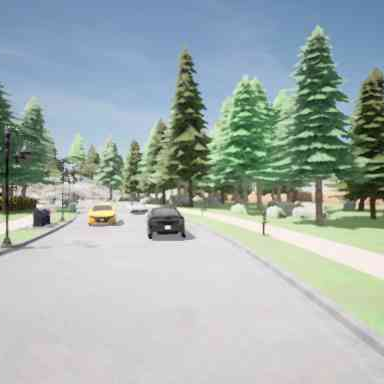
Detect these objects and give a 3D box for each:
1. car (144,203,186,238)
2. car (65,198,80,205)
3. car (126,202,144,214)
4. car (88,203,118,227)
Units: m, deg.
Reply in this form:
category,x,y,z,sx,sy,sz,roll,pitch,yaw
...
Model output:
category,x,y,z,sx,sy,sz,roll,pitch,yaw
car,-1.516,1.526,18.139,1.882,1.535,5.008,0,0,-9
car,-22.302,1.777,61.818,1.994,1.385,4.181,0,0,-32
car,-6.152,1.707,36.895,1.895,1.301,4.718,0,0,-19
car,-6.392,1.553,23.979,1.882,1.535,5.008,0,0,-13
